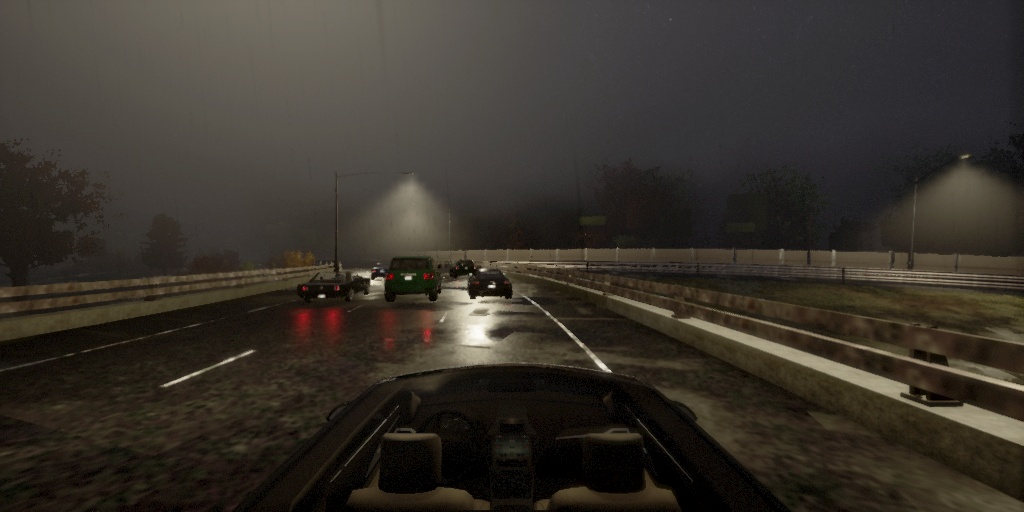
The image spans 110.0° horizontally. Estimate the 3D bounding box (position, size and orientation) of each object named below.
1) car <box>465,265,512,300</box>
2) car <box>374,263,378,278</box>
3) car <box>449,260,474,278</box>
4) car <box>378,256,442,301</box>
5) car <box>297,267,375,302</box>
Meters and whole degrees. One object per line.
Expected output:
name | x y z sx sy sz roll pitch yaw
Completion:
car | -1.180 1.320 17.868 1.994 1.385 4.181 0 0 -8
car | -11.359 1.311 31.750 2.033 1.411 5.357 0 0 -16
car | -4.636 1.114 33.697 2.097 1.767 4.553 0 0 -16
car | -4.648 1.006 17.396 2.150 2.045 5.566 0 0 -8
car | -8.112 1.364 16.894 1.895 1.301 4.718 0 0 -8
